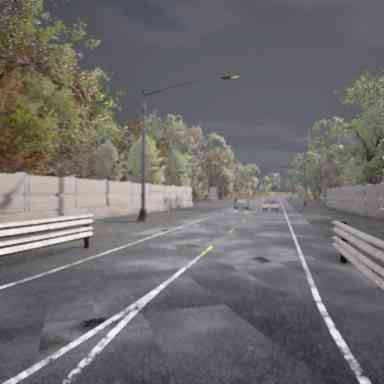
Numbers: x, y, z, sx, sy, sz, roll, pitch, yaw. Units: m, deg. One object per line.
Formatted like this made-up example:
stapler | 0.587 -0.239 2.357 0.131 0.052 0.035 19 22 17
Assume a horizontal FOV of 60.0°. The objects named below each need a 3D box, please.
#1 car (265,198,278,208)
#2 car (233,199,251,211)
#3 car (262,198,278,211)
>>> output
car | 12.632 1.741 52.795 1.837 1.490 4.892 0 0 14
car | 6.580 1.677 43.589 1.812 1.442 4.674 2 0 15
car | 10.163 1.799 43.207 1.895 1.301 4.718 0 0 14
